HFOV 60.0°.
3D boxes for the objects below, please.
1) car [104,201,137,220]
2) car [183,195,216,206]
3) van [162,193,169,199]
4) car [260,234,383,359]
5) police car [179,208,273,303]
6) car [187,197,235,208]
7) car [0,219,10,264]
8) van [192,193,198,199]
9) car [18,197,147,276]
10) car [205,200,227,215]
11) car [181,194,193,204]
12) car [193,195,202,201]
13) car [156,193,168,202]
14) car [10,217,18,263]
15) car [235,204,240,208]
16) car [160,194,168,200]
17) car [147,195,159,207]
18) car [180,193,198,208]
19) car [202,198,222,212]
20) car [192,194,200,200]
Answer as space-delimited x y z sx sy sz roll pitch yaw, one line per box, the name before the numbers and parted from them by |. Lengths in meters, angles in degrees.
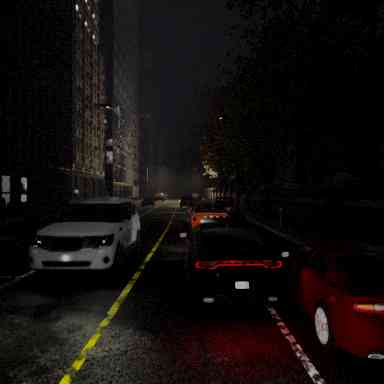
car | -5.989 1.532 28.320 1.947 1.339 4.313 0 0 -1
car | 0.700 1.328 24.378 2.097 1.767 4.553 0 0 1
van | -7.652 1.106 95.028 1.690 1.788 3.998 0 0 -1
car | 2.702 1.544 6.056 1.887 1.381 4.507 0 0 0
police car | 0.741 1.423 8.401 1.930 1.638 5.238 0 0 -3
car | 0.908 1.338 18.328 2.097 1.767 4.553 0 0 0
car | -5.823 1.314 6.013 2.192 1.841 5.009 0 0 0
van | 0.877 1.108 94.976 1.690 1.788 3.998 0 0 -1
car | -3.002 1.217 10.670 2.150 2.045 5.566 0 0 0
car | 2.402 1.535 33.838 1.802 1.307 4.206 0 0 -1
car | -0.937 1.231 59.585 2.097 1.767 4.553 0 0 -1
car | 1.291 1.374 78.302 2.008 1.369 4.403 0 0 -1
car | -7.098 1.154 72.793 2.192 1.841 5.009 0 0 -1
car | -5.816 1.561 11.574 1.947 1.339 4.313 0 0 0
car | 2.653 1.562 22.713 1.802 1.307 4.206 0 0 -1
car | -7.515 1.336 89.470 2.008 1.369 4.403 0 0 -1
car | -6.544 1.486 50.561 1.802 1.307 4.206 0 0 -1
car | -0.591 1.269 46.358 2.097 1.767 4.553 0 0 -1
car | 2.263 1.488 39.395 2.008 1.369 4.403 0 0 -1
car | 1.015 1.227 89.418 1.967 1.590 4.097 0 0 -1
